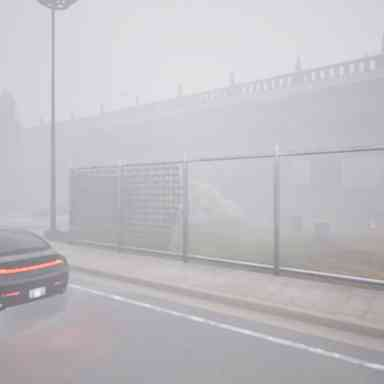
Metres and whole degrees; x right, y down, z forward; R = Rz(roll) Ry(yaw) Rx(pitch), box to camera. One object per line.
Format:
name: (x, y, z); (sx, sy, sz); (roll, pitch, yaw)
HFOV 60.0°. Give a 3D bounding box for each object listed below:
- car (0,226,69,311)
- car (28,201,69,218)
car: (-4.658, 1.504, 7.218); (4.892, 1.490, 1.837); (0, 0, 36)
car: (-12.693, 1.578, 30.764); (1.812, 1.442, 4.674); (0, 0, 35)
